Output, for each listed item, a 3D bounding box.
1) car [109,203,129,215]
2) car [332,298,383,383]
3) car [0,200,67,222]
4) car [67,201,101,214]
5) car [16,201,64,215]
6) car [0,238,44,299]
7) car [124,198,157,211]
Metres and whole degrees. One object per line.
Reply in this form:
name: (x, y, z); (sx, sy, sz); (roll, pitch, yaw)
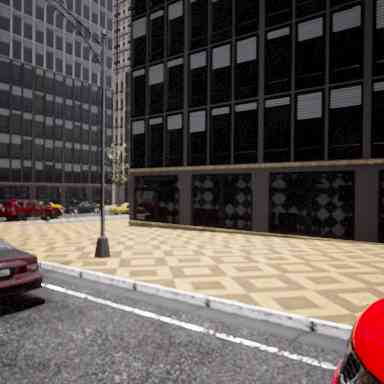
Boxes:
car: (-7.431, 1.953, 38.878); (1.752, 1.417, 4.829); (0, 0, 37)
car: (3.476, 1.214, 1.195); (5.566, 2.045, 2.150); (0, 0, 36)
car: (-14.251, 1.643, 29.684); (2.192, 1.841, 5.009); (0, 0, 37)
car: (-13.383, 1.845, 40.557); (1.837, 1.490, 4.892); (1, 0, 37)
car: (-17.726, 1.802, 39.066); (1.752, 1.417, 4.829); (0, 0, 37)
car: (-5.614, 1.582, 7.700); (5.357, 1.411, 2.033); (0, 0, 36)
car: (-7.408, 1.780, 48.591); (2.097, 1.767, 4.553); (1, 0, 37)
